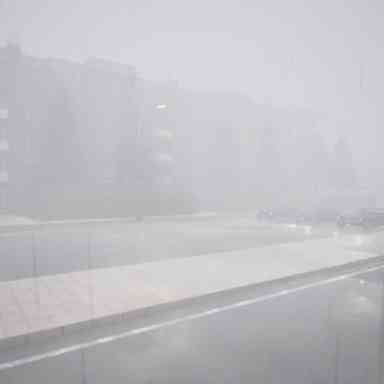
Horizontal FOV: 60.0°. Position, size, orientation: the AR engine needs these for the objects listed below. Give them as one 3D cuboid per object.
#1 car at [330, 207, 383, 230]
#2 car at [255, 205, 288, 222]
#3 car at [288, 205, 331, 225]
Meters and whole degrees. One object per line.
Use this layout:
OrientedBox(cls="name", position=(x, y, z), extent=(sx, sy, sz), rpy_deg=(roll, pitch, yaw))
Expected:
OrientedBox(cls="car", position=(11.488, 1.724, 21.903), extent=(4.718, 1.301, 1.895), rpy_deg=(0, 0, -36))
OrientedBox(cls="car", position=(7.421, 1.724, 27.600), extent=(4.718, 1.301, 1.895), rpy_deg=(0, 0, -36))
OrientedBox(cls="car", position=(9.479, 1.678, 24.769), extent=(4.181, 1.385, 1.994), rpy_deg=(0, 0, -36))
